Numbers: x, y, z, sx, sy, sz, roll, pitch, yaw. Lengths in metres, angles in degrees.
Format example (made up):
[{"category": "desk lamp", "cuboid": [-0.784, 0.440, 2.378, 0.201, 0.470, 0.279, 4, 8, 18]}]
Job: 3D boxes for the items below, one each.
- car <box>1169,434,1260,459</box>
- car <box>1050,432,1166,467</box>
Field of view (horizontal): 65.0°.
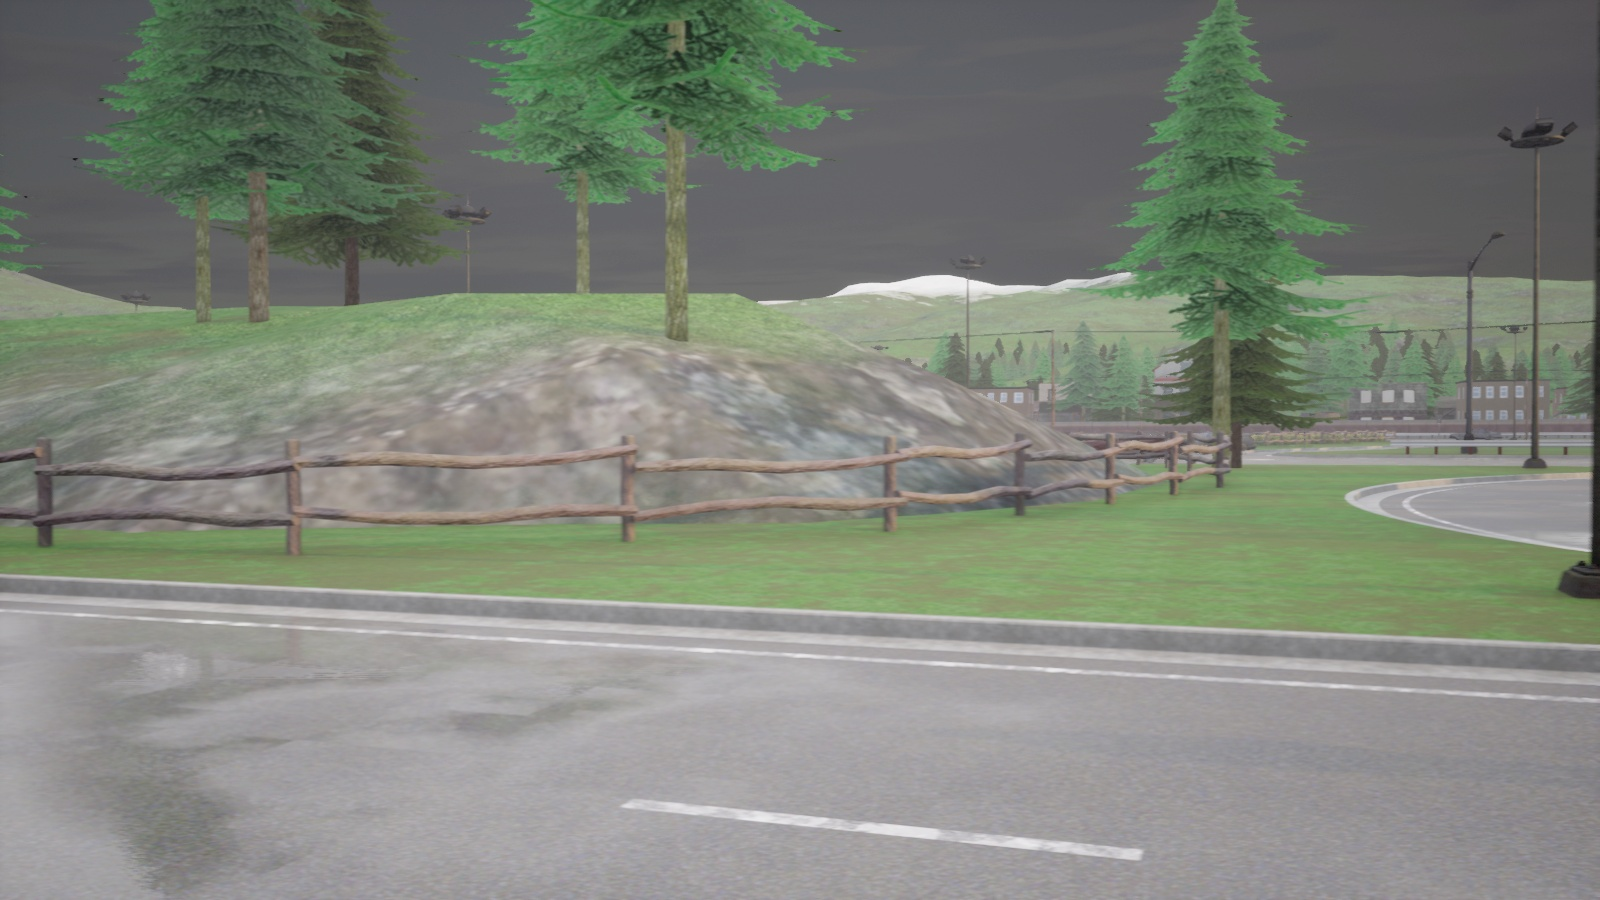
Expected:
[{"category": "car", "cuboid": [24.663, -0.230, 74.726, 5.357, 1.411, 2.033, 0, 1, -29]}, {"category": "car", "cuboid": [14.023, -0.058, 57.131, 5.008, 1.535, 1.882, 1, 1, 18]}]
